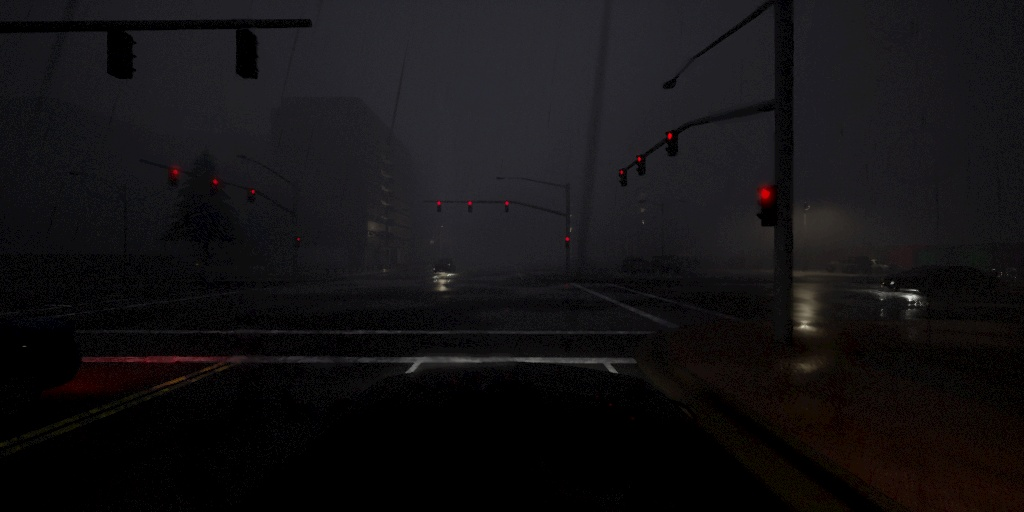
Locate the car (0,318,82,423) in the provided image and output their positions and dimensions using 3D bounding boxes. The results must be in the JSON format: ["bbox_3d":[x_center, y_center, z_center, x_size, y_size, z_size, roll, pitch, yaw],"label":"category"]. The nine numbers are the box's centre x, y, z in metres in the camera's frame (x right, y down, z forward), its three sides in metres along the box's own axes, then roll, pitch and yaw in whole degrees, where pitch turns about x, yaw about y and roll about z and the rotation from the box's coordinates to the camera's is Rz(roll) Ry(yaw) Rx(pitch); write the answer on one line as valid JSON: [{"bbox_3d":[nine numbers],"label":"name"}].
[{"bbox_3d":[-6.978,1.264,2.856,1.882,1.535,5.008,0,0,0],"label":"car"}]

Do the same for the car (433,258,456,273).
[{"bbox_3d":[-7.954,1.044,42.406,2.097,1.767,4.553,0,0,0],"label":"car"}]

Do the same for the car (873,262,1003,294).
[{"bbox_3d":[23.615,1.252,19.926,4.892,1.490,1.837,0,0,1],"label":"car"}]
